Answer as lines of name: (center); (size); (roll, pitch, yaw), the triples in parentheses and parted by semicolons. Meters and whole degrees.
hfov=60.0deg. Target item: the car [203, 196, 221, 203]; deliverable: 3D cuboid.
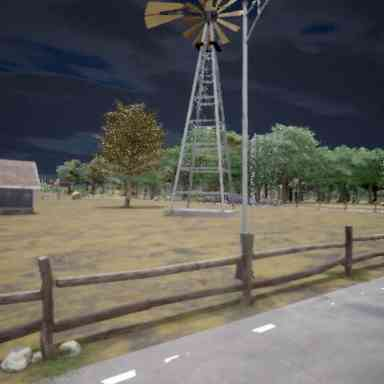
car: (4.359, 1.687, 73.511); (2.128, 1.511, 4.902); (2, -1, -36)

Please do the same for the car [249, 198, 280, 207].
car: (13.551, 1.897, 60.627); (2.033, 1.411, 5.357); (2, -1, -36)

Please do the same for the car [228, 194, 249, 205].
car: (9.170, 1.476, 61.979); (2.150, 2.045, 5.566); (2, -1, -35)
